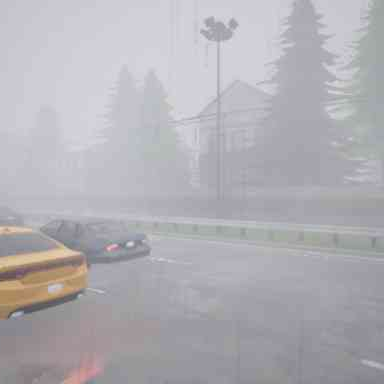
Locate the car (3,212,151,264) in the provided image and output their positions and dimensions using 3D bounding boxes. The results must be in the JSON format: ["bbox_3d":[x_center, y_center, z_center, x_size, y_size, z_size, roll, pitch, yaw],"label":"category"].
[{"bbox_3d":[-3.820,1.548,11.017,5.357,1.411,2.033,0,0,36],"label":"car"}]

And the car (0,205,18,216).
[{"bbox_3d":[-12.853,1.566,21.768,4.181,1.385,1.994,0,0,36],"label":"car"}]

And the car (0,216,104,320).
[{"bbox_3d":[-4.336,1.478,7.089,5.008,1.535,1.882,0,0,36],"label":"car"}]
